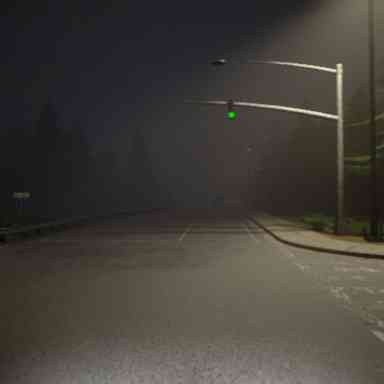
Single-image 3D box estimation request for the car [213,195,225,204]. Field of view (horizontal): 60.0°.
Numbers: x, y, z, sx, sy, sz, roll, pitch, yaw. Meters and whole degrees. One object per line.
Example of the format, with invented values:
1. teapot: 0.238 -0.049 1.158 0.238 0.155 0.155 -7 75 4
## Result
1. car: 4.948 1.286 61.231 2.097 1.767 4.553 -1 0 6
